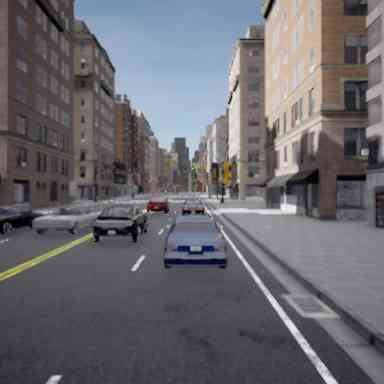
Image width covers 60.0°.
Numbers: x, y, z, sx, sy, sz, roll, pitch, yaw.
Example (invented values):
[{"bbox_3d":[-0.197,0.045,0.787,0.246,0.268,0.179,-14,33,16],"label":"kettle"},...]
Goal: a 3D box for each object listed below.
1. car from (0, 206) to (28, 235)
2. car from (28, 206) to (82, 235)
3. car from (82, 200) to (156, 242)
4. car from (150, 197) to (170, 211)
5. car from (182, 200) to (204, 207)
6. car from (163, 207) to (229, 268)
[{"bbox_3d":[-9.853,1.446,17.701,1.895,1.301,4.718,0,1,0],"label":"car"},{"bbox_3d":[-6.602,1.445,17.866,1.895,1.301,4.718,0,1,0],"label":"car"},{"bbox_3d":[-3.153,1.356,15.469,2.128,1.511,4.902,0,0,0],"label":"car"},{"bbox_3d":[-3.155,1.192,31.870,1.882,1.535,5.008,0,0,0],"label":"car"},{"bbox_3d":[0.095,1.339,29.369,1.895,1.301,4.718,0,1,0],"label":"car"},{"bbox_3d":[0.096,1.454,10.901,2.033,1.411,5.357,0,0,0],"label":"car"}]
